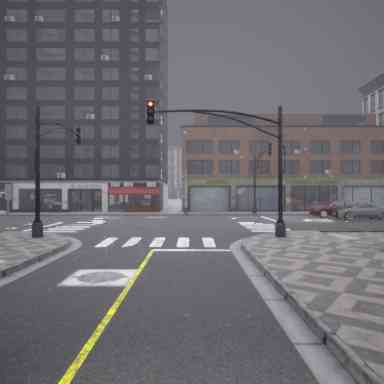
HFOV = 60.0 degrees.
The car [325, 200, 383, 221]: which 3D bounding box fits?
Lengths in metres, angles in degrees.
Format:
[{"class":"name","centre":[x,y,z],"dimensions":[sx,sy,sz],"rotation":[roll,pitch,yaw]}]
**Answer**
[{"class":"car","centre":[13.399,1.549,26.653],"dimensions":[4.181,1.385,1.994],"rotation":[0,0,0]}]

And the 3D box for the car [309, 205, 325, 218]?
[{"class":"car","centre":[13.143,1.490,29.906],"dimensions":[5.008,1.535,1.882],"rotation":[0,0,1]}]
